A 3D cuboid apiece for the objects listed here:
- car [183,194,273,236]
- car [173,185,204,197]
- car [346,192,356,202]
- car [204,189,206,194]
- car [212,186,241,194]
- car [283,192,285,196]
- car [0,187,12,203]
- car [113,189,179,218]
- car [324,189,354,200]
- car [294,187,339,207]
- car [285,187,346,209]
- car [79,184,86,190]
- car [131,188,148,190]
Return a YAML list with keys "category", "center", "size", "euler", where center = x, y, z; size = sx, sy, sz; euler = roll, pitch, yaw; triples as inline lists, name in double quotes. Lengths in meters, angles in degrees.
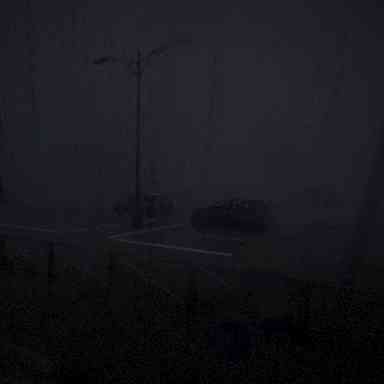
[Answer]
- category: "car"
  center: [1.706, 1.028, 14.915]
  size: [3.633, 1.501, 1.845]
  euler: [2, 2, 31]
- category: "car"
  center: [-1.207, 0.131, 45.761]
  size: [4.514, 1.523, 2.007]
  euler: [2, 2, 31]
- category: "car"
  center: [19.104, 0.361, 44.450]
  size: [5.027, 1.636, 2.152]
  euler: [2, 2, 31]
- category: "car"
  center: [0.756, -0.487, 62.933]
  size: [3.866, 1.878, 1.905]
  euler: [2, 2, 31]
- category: "car"
  center: [5.813, -0.210, 56.072]
  size: [4.605, 1.855, 1.932]
  euler: [2, 2, 31]
- category: "car"
  center: [17.963, 0.175, 56.886]
  size: [4.514, 1.523, 2.007]
  euler: [2, 2, 31]
- category: "car"
  center: [-19.054, 0.233, 30.998]
  size: [5.027, 1.636, 2.152]
  euler: [2, 2, 31]
- category: "car"
  center: [-3.125, 0.798, 21.283]
  size: [3.806, 1.475, 1.970]
  euler: [2, 2, 31]
- category: "car"
  center: [22.125, 0.348, 50.122]
  size: [3.806, 1.475, 1.970]
  euler: [2, 2, 31]
- category: "car"
  center: [12.526, 0.448, 33.477]
  size: [3.866, 1.878, 1.905]
  euler: [2, 2, 31]
- category: "car"
  center: [11.385, 0.517, 30.774]
  size: [4.605, 1.855, 1.932]
  euler: [2, 2, 31]
- category: "car"
  center: [-28.124, -1.019, 80.881]
  size: [2.242, 1.667, 4.611]
  euler: [2, 2, 31]
- category: "car"
  center: [-6.382, 0.279, 37.214]
  size: [3.633, 1.501, 1.845]
  euler: [2, 2, 31]
